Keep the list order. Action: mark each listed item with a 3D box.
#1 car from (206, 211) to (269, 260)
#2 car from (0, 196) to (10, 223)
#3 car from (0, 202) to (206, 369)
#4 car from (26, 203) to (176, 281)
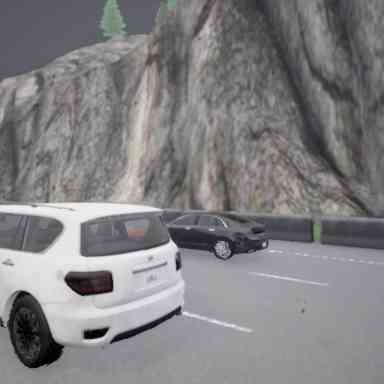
[{"bbox_3d":[0.393,1.470,12.310,4.892,1.490,1.837,0,0,36],"label":"car"},{"bbox_3d":[-14.964,1.137,23.268,4.553,1.767,2.097,1,1,36],"label":"car"},{"bbox_3d":[-2.718,1.194,5.931,5.566,2.045,2.150,0,0,36],"label":"car"},{"bbox_3d":[-2.958,1.307,10.401,4.553,1.767,2.097,0,0,36],"label":"car"}]
